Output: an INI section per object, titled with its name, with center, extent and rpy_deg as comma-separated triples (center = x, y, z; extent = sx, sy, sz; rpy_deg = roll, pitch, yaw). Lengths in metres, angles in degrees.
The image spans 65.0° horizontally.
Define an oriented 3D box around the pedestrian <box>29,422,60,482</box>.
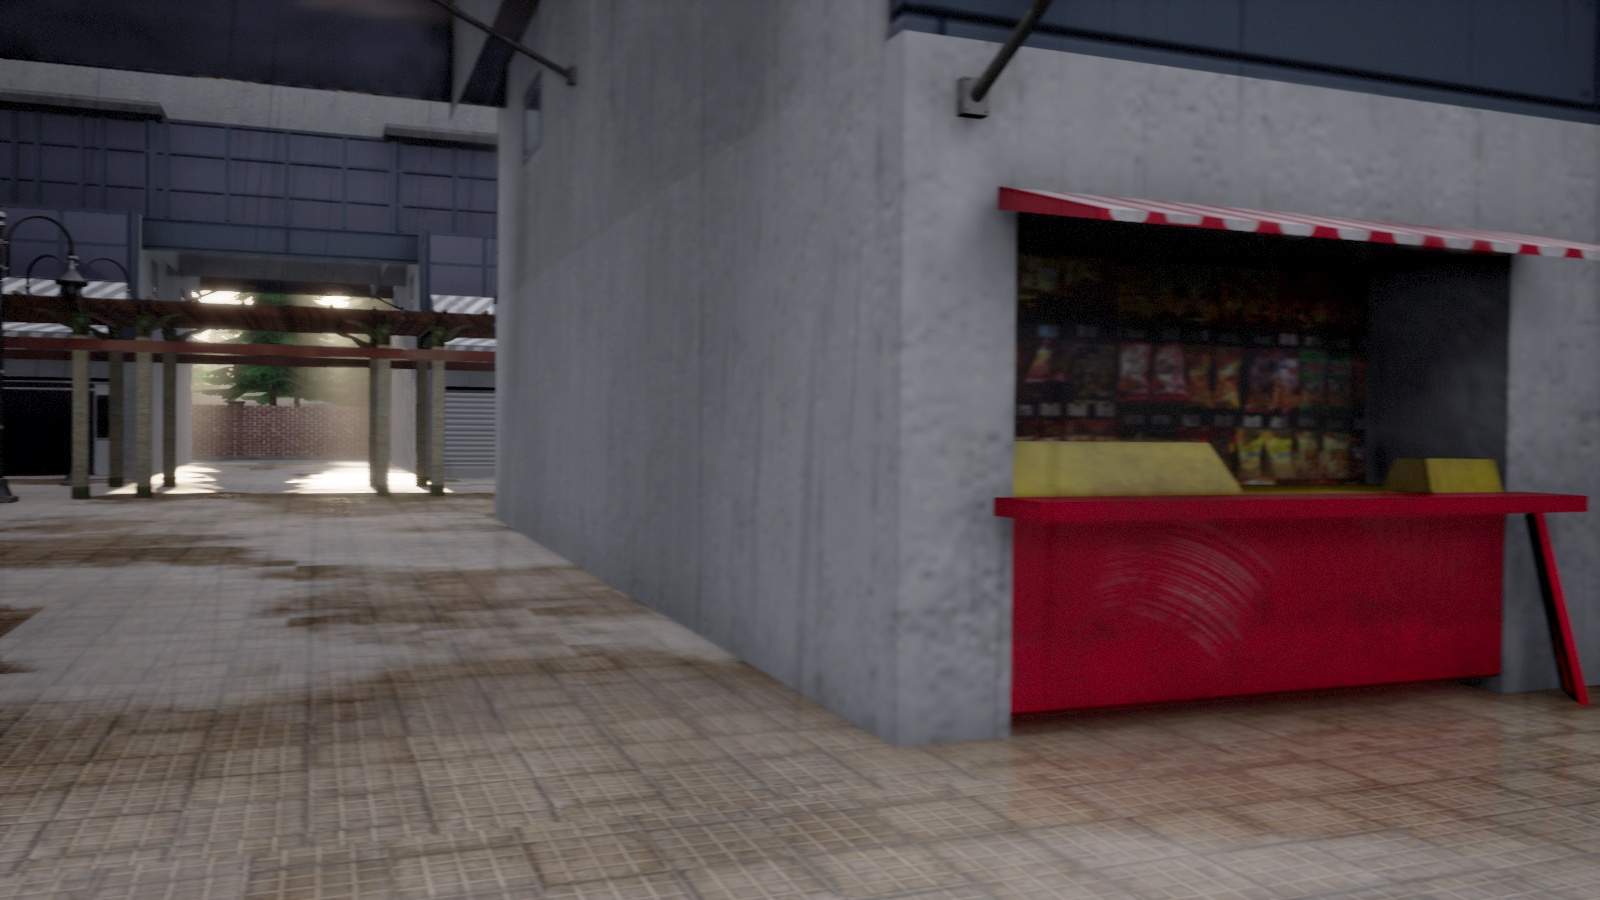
[pedestrian]
center = -25.004, 0.053, 41.556
extent = 0.788, 1.949, 0.423
rpy_deg = -1, 1, -22
